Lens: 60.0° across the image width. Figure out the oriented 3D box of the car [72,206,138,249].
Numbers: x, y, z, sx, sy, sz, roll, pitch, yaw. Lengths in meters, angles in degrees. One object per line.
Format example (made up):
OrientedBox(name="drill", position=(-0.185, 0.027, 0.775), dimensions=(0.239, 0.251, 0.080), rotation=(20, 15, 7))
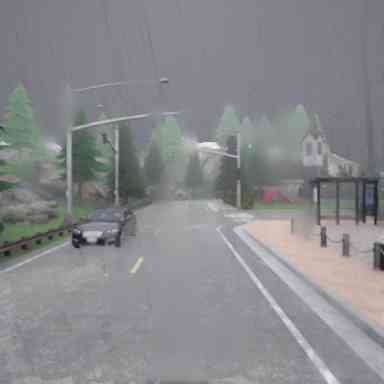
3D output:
OrientedBox(name="car", position=(-3.500, 1.377, 14.075), dimensions=(2.128, 1.511, 4.902), rotation=(0, 0, 0))
